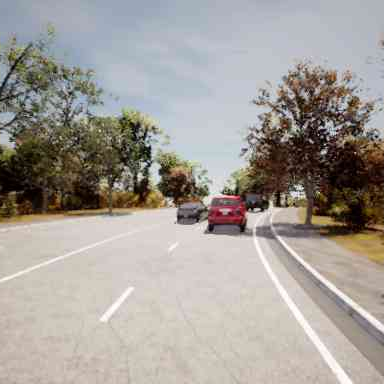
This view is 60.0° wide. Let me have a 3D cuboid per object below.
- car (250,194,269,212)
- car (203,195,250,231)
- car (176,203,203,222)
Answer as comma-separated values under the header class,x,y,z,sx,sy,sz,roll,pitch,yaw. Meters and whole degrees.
class,x,y,z,sx,sy,sz,roll,pitch,yaw
car,7.884,1.312,40.217,2.150,2.045,5.566,-1,-1,20
car,2.341,1.279,21.053,2.150,2.045,5.566,-1,0,11
car,0.133,1.600,26.983,2.128,1.511,4.902,-1,0,14
